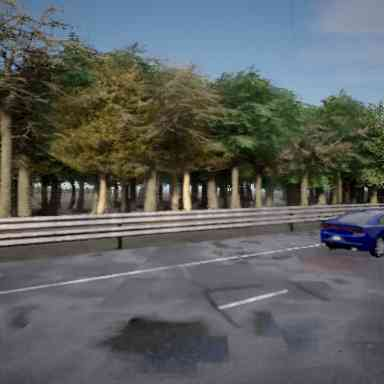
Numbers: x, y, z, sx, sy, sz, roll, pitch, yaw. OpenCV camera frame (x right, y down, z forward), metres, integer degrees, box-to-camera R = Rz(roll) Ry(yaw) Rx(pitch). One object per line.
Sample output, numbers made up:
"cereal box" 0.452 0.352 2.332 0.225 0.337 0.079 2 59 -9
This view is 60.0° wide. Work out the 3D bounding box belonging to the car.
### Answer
"car" 7.055 1.435 12.841 5.008 1.535 1.882 0 1 -33
